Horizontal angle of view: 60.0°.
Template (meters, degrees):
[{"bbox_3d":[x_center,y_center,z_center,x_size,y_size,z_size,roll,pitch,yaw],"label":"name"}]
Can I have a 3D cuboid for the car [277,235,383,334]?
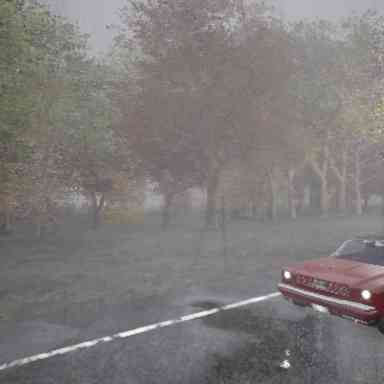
[{"bbox_3d":[3.916,1.618,6.785,4.718,1.301,1.895,0,0,-35],"label":"car"}]
